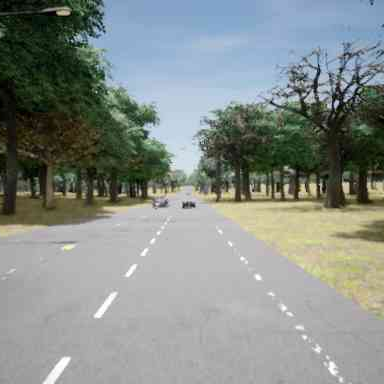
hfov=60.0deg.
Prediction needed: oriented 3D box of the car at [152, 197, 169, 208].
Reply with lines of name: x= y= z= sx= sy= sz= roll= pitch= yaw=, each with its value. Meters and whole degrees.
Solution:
car: x=-4.560 y=1.567 z=48.749 sx=2.128 sy=1.511 sz=4.902 roll=-1 pitch=0 yaw=5

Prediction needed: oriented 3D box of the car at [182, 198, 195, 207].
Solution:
car: x=-0.476 y=1.578 z=49.981 sx=1.895 sy=1.301 sz=4.718 roll=-1 pitch=0 yaw=-1
